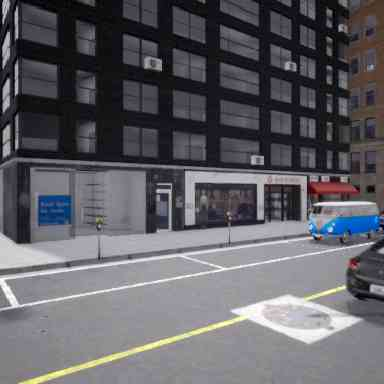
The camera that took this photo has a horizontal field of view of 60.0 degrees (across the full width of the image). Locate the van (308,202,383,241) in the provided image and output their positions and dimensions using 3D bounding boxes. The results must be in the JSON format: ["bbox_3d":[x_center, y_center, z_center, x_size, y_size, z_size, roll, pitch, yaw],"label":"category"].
[{"bbox_3d":[7.074,1.342,15.444,3.998,1.788,1.690,0,0,-36],"label":"van"}]

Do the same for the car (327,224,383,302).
[{"bbox_3d":[5.057,1.527,7.040,4.674,1.442,1.812,1,0,-36],"label":"car"}]
